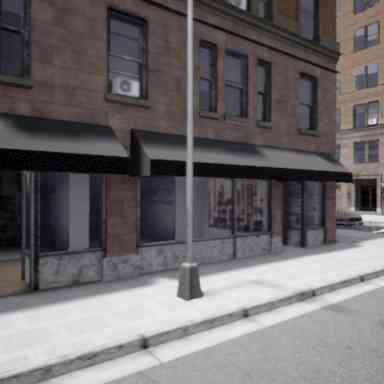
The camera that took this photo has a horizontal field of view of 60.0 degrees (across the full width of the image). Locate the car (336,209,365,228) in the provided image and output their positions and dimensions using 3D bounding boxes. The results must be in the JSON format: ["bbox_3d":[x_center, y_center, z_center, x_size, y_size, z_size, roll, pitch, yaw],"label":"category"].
[{"bbox_3d":[7.809,1.421,20.920,2.033,1.411,5.357,0,0,-34],"label":"car"}]
